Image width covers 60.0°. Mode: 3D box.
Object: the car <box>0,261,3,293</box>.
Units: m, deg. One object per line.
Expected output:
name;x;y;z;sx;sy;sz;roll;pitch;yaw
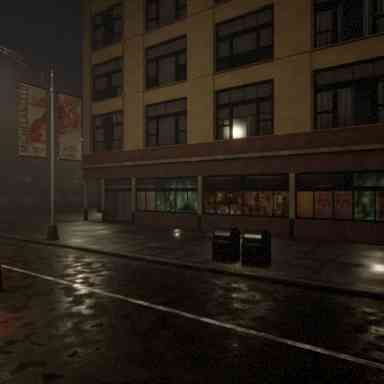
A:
car;-5.819;1.564;7.715;1.994;1.385;4.181;0;0;-40
